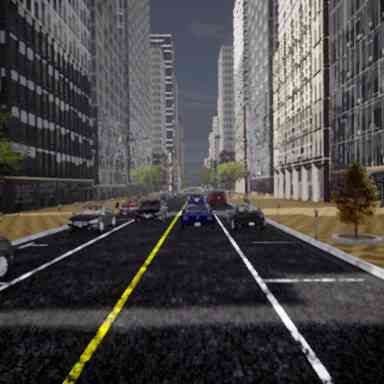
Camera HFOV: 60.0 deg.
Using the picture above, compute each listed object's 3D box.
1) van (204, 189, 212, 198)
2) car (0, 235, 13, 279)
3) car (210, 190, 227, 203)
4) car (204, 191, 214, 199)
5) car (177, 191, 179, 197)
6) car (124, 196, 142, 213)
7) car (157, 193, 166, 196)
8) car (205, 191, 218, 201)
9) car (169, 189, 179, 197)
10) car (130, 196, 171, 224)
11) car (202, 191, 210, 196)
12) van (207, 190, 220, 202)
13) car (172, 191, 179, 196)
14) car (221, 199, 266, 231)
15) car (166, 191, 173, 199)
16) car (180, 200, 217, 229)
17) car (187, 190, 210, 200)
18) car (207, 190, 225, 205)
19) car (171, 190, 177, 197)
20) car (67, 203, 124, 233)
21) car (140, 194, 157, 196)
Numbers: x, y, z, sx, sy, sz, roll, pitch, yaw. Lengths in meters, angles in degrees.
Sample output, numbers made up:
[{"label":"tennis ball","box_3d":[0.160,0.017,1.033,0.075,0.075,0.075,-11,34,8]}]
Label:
[{"label":"van","box_3d":[3.625,0.359,75.207,1.690,1.788,3.998,-1,1,1]},{"label":"car","box_3d":[-5.601,1.541,7.123,2.008,1.369,4.403,-1,1,1]},{"label":"car","box_3d":[3.198,0.762,41.110,2.192,1.841,5.009,-1,1,1]},{"label":"car","box_3d":[3.556,0.530,69.526,1.967,1.590,4.097,-1,1,1]},{"label":"car","box_3d":[-4.680,0.503,80.997,1.967,1.590,4.097,-1,1,1]},{"label":"car","box_3d":[-5.316,1.289,29.854,1.802,1.307,4.206,-1,1,1]},{"label":"car","box_3d":[-5.106,1.021,46.732,1.752,1.417,4.829,-1,1,1]},{"label":"car","box_3d":[3.415,0.673,58.160,1.967,1.590,4.097,-1,1,1]},{"label":"car","box_3d":[-4.613,0.305,86.679,2.192,1.841,5.009,-1,1,1]},{"label":"car","box_3d":[-2.707,1.261,22.820,1.837,1.490,4.892,-1,1,1]},{"label":"car","box_3d":[3.843,0.351,92.258,2.008,1.369,4.403,-1,1,1]},{"label":"van","box_3d":[3.341,0.646,52.476,1.690,1.788,3.998,-1,1,1]},{"label":"car","box_3d":[-4.536,0.500,92.365,1.802,1.307,4.206,-1,1,1]},{"label":"car","box_3d":[2.920,1.282,18.382,2.008,1.369,4.403,-1,1,1]},{"label":"car","box_3d":[-4.962,0.916,58.268,1.947,1.339,4.313,-1,1,1]},{"label":"car","box_3d":[0.328,1.356,19.389,1.895,1.301,4.718,-1,1,1]},{"label":"car","box_3d":[0.557,0.886,37.122,2.097,1.767,4.553,-1,1,1]},{"label":"car","box_3d":[3.269,0.691,46.794,2.192,1.841,5.009,-1,1,1]},{"label":"car","box_3d":[-4.820,0.758,69.633,2.008,1.369,4.403,-1,1,1]},{"label":"car","box_3d":[-5.459,1.399,18.488,2.008,1.369,4.403,-1,1,1]},{"label":"car","box_3d":[-5.248,1.076,35.535,1.967,1.590,4.097,-1,1,1]}]
